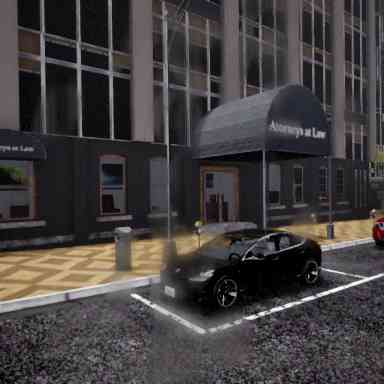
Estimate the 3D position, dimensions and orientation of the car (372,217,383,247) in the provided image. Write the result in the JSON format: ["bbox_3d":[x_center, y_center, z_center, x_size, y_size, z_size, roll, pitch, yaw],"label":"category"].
[{"bbox_3d":[9.590,1.310,13.988,5.009,1.841,2.192,0,-1,-37],"label":"car"}]

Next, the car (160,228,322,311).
[{"bbox_3d":[1.309,1.564,7.792,4.313,1.339,1.947,0,-1,-37],"label":"car"}]
